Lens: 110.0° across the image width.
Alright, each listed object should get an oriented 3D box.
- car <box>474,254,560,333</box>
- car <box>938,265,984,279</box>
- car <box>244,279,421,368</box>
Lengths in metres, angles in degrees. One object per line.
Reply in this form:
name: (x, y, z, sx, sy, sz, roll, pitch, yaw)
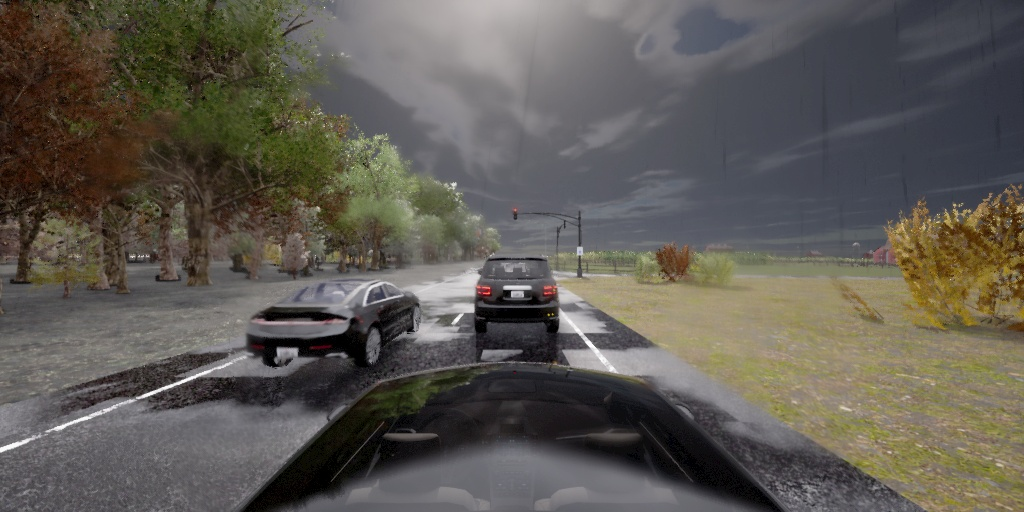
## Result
car: (0.119, 0.974, 10.910, 2.150, 2.045, 5.566, 0, 0, 0)
car: (48.592, 1.781, 39.188, 4.892, 1.490, 1.837, 1, -1, 0)
car: (-3.387, 1.243, 7.838, 2.128, 1.511, 4.902, 0, 0, 0)
